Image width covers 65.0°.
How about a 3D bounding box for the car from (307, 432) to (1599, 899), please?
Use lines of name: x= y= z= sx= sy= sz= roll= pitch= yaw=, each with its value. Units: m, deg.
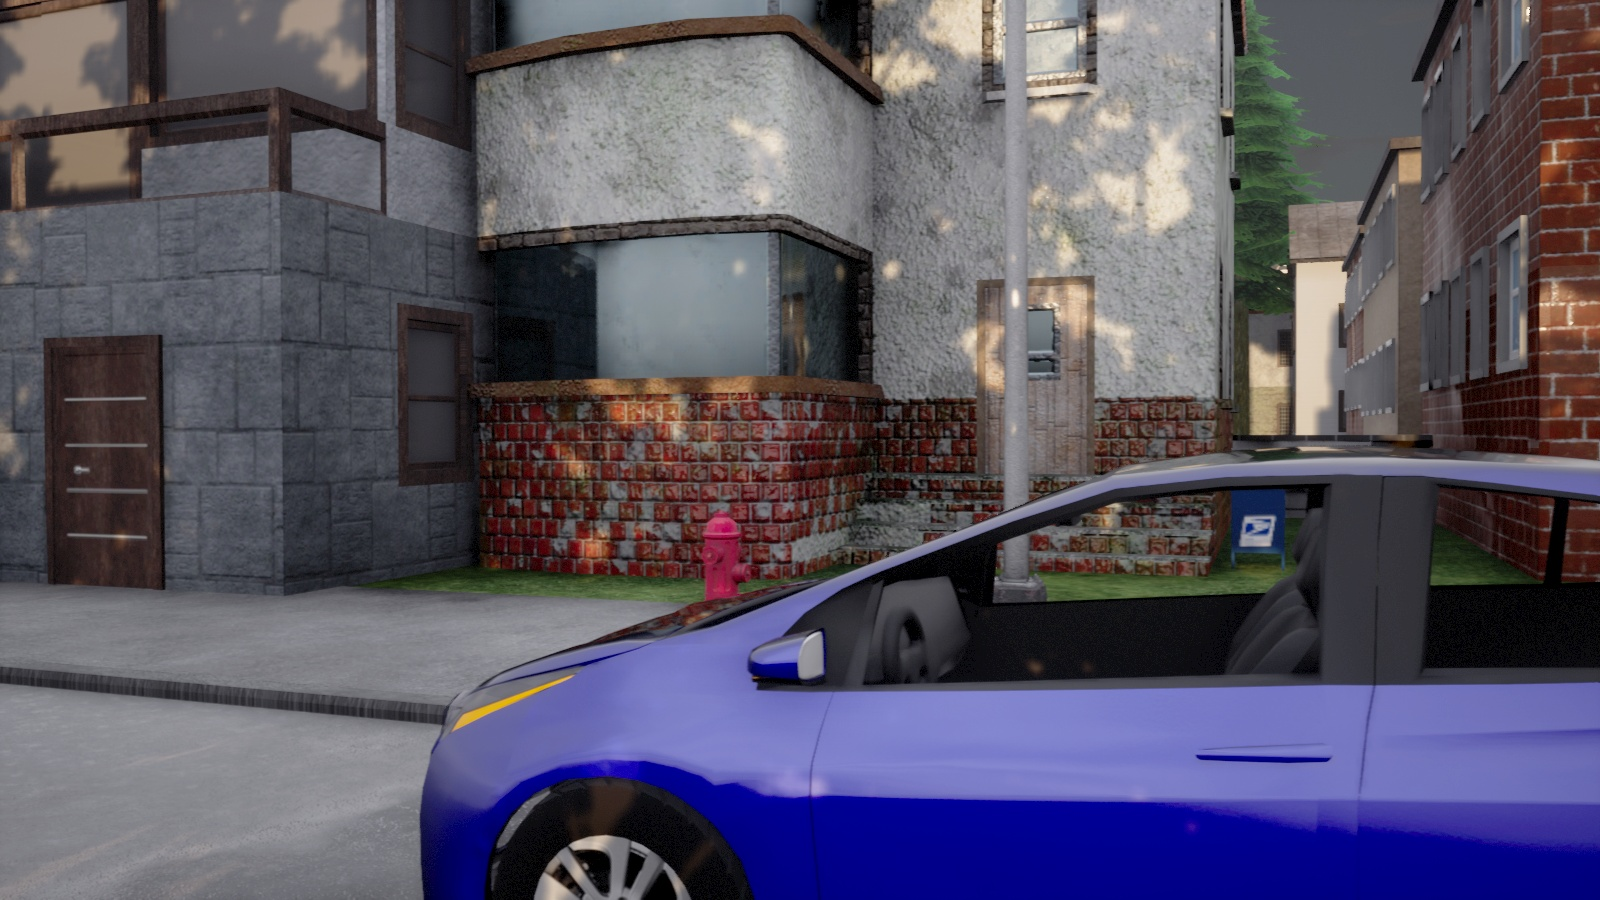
car: x=1.198 y=0.723 z=3.380 sx=4.514 sy=1.525 sz=2.007 roll=1 pitch=1 yaw=21
